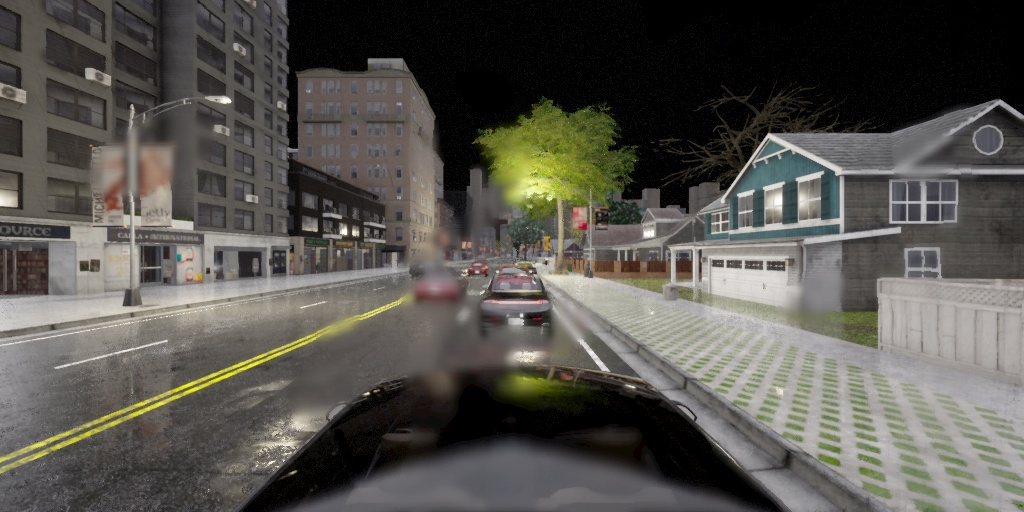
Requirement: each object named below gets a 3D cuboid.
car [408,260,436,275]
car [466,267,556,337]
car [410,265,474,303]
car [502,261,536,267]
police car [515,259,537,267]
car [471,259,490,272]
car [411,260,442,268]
[{"bbox_3d":[-9.807,1.223,39.571,1.837,1.490,4.892,0,0,0],"label":"car"},{"bbox_3d":[0.113,1.239,10.283,2.128,1.511,4.902,0,0,0],"label":"car"},{"bbox_3d":[-3.133,1.307,16.582,1.994,1.385,4.181,0,0,0],"label":"car"},{"bbox_3d":[0.121,1.218,19.786,1.882,1.535,5.008,0,0,0],"label":"car"},{"bbox_3d":[1.007,1.155,29.515,1.930,1.638,5.238,0,0,0],"label":"police car"},{"bbox_3d":[-3.113,1.249,34.268,1.812,1.442,4.674,0,0,0],"label":"car"},{"bbox_3d":[-6.569,1.208,28.876,1.882,1.535,5.008,0,0,0],"label":"car"}]
